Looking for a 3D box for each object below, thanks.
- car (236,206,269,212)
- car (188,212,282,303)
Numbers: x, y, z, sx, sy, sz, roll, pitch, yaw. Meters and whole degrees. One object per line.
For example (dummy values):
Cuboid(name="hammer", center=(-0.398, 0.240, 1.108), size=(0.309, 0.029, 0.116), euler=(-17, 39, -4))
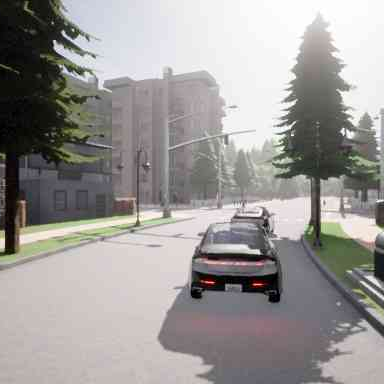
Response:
Cuboid(name="car", center=(3.227, 1.491, 17.422), size=(2.128, 1.511, 4.902), euler=(0, 0, 18))
Cuboid(name="car", center=(1.103, 1.492, 8.314), size=(2.128, 1.511, 4.902), euler=(0, 0, 9))
